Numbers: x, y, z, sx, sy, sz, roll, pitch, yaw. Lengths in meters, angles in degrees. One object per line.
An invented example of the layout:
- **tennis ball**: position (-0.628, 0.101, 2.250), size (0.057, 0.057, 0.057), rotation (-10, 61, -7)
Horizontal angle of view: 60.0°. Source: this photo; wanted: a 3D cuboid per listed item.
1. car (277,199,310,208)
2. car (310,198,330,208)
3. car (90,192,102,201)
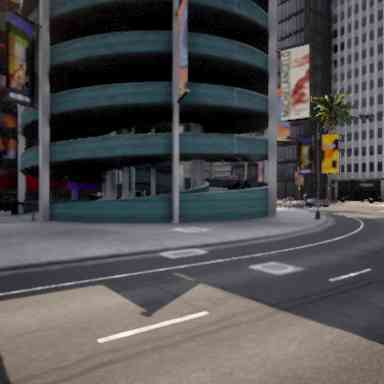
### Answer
- **car**: position (14.918, 1.668, 49.803), size (1.895, 1.301, 4.718), rotation (0, 0, -21)
- **car**: position (18.590, 1.633, 49.687), size (1.994, 1.385, 4.181), rotation (0, 0, -19)
- **car**: position (-16.580, 1.079, 59.733), size (2.435, 2.045, 5.566), rotation (0, 0, -35)
